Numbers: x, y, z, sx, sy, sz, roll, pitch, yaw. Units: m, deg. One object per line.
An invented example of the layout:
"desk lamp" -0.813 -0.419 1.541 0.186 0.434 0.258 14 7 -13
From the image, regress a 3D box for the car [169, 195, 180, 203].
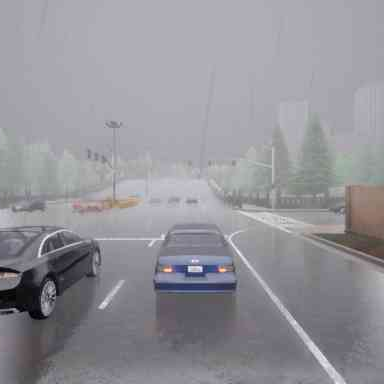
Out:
"car" -3.492 1.335 66.442 2.097 1.767 4.553 0 1 0

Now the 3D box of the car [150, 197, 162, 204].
"car" -6.984 1.593 65.237 1.895 1.301 4.718 0 0 0

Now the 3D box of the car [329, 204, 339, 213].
"car" 16.845 1.505 34.721 4.892 1.490 1.837 0 0 0

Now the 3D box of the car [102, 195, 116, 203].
"car" -17.616 1.443 70.735 1.994 1.385 4.181 0 1 0

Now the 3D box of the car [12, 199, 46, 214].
"car" -17.629 1.491 36.186 2.128 1.511 4.902 0 0 0

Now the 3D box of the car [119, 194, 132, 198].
"car" -14.098 1.483 67.875 1.812 1.442 4.674 0 0 0

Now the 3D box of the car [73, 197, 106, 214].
"car" -11.129 1.352 35.272 2.097 1.767 4.553 0 0 -33

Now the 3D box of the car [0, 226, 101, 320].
"car" -3.437 1.492 7.308 2.128 1.511 4.902 0 0 0

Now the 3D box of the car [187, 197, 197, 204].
"car" 0.015 1.593 65.242 1.895 1.301 4.718 0 0 0

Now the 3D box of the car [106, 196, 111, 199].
"car" -14.136 1.477 52.520 1.882 1.535 5.008 0 0 0

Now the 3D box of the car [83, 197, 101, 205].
"car" -17.629 1.601 58.866 1.895 1.301 4.718 0 0 0

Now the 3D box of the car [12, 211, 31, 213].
"car" -6.928 1.526 9.874 1.812 1.442 4.674 0 0 0

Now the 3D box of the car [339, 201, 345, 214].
"car" 16.551 1.564 31.220 4.181 1.385 1.994 0 0 0

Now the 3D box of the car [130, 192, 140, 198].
"car" -14.191 0.710 82.521 1.882 1.535 5.008 0 3 0

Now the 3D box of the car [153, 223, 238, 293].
"car" 0.071 1.547 8.982 2.033 1.411 5.357 0 0 0
